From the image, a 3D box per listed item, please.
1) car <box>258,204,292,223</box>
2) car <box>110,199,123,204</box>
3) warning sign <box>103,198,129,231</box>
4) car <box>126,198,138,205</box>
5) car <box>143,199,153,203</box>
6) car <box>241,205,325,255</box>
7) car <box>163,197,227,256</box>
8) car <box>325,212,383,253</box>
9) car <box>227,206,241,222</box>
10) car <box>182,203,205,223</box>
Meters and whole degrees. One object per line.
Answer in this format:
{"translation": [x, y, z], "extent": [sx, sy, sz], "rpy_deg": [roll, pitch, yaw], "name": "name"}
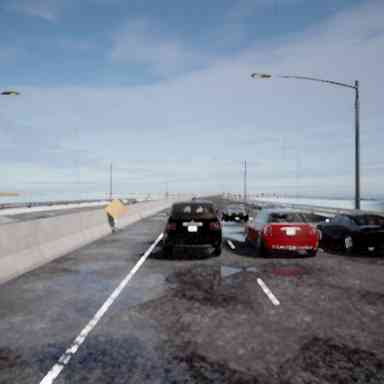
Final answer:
{"translation": [7.153, 1.824, 29.084], "extent": [1.994, 1.385, 4.181], "rpy_deg": [0, 0, 1], "name": "car"}
{"translation": [-16.553, 2.164, 73.041], "extent": [1.994, 1.385, 4.181], "rpy_deg": [0, 0, 1], "name": "car"}
{"translation": [-4.490, 1.294, 19.679], "extent": [1.300, 1.860, 1.060], "rpy_deg": [0, -1, 0], "name": "warning sign"}
{"translation": [-13.054, 2.136, 72.940], "extent": [2.128, 1.511, 4.902], "rpy_deg": [0, 0, 1], "name": "car"}
{"translation": [-9.556, 2.205, 72.810], "extent": [1.895, 1.301, 4.718], "rpy_deg": [0, 0, 1], "name": "car"}
{"translation": [3.536, 1.479, 13.956], "extent": [2.097, 1.767, 4.553], "rpy_deg": [0, -1, 0], "name": "car"}
{"translation": [0.034, 1.345, 13.897], "extent": [2.150, 2.045, 5.566], "rpy_deg": [0, 0, 0], "name": "car"}
{"translation": [7.041, 1.610, 14.325], "extent": [1.882, 1.535, 5.008], "rpy_deg": [0, 0, 0], "name": "car"}
{"translation": [3.649, 1.859, 28.934], "extent": [1.895, 1.301, 4.718], "rpy_deg": [0, 0, 1], "name": "car"}
{"translation": [0.155, 1.787, 29.242], "extent": [1.812, 1.442, 4.674], "rpy_deg": [0, 0, 1], "name": "car"}
